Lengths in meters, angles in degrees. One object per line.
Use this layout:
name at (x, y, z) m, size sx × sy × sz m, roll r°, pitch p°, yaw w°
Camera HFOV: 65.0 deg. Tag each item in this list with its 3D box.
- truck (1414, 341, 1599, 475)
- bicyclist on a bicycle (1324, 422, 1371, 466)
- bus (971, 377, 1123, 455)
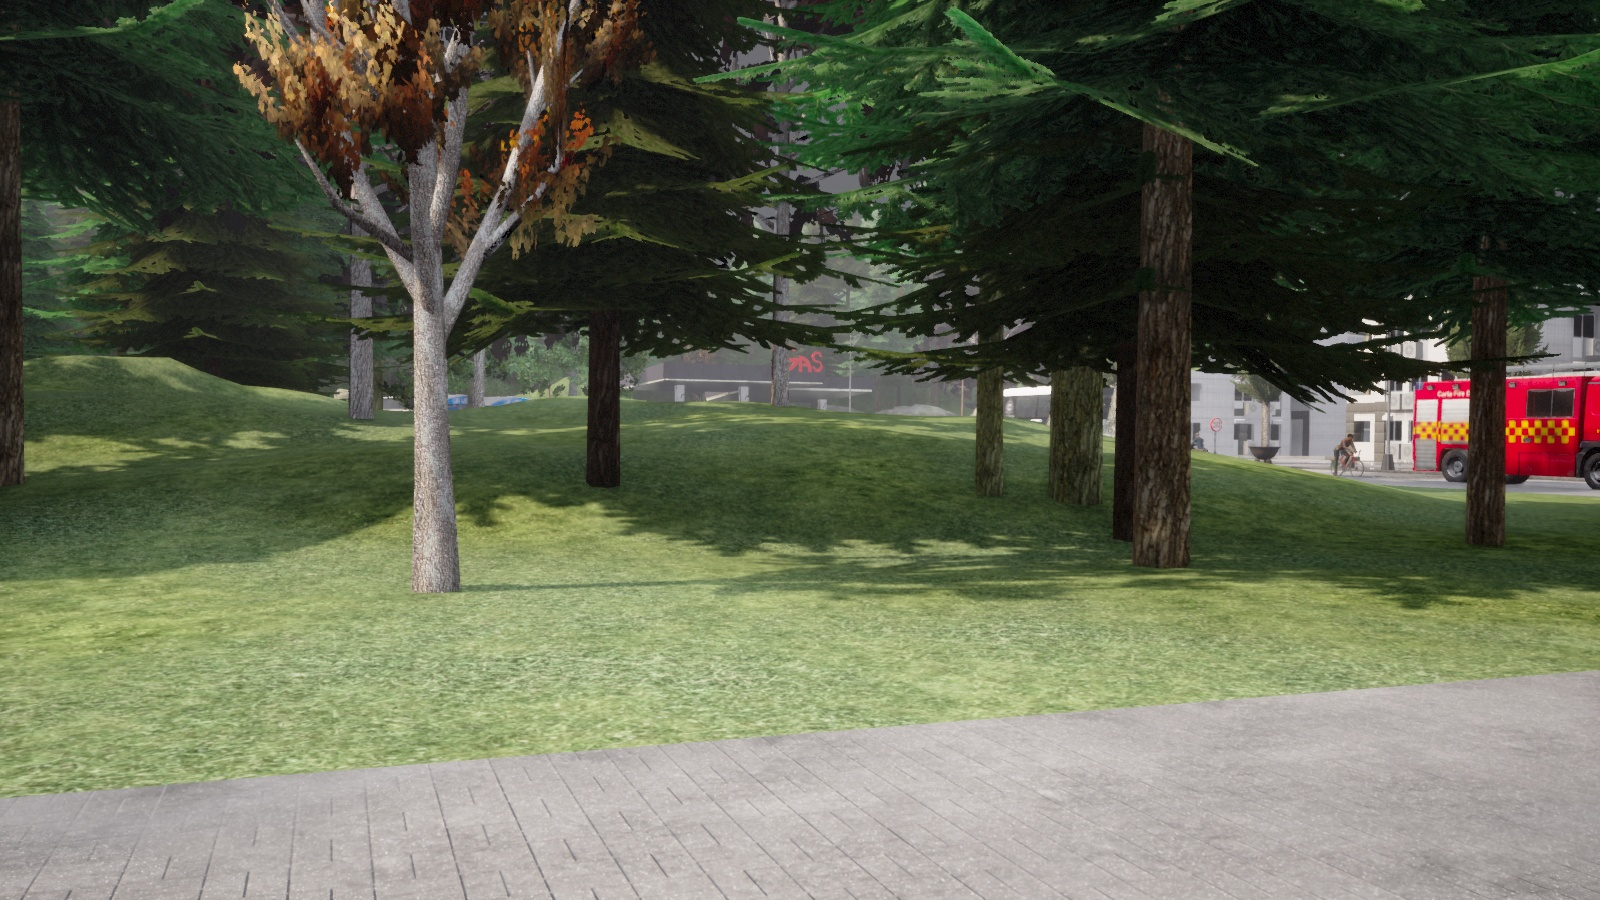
truck at (23.339, -1.245, 38.456) m, size 2.891 × 3.827 × 8.468 m, roll -1°, pitch 1°, yaw -20°
bicyclist on a bicycle at (20.322, -0.228, 46.634) m, size 0.582 × 1.620 × 1.656 m, roll -1°, pitch 1°, yaw -20°
bus at (14.336, -1.940, 74.169) m, size 3.944 × 4.253 × 10.273 m, roll -1°, pitch 1°, yaw -20°
